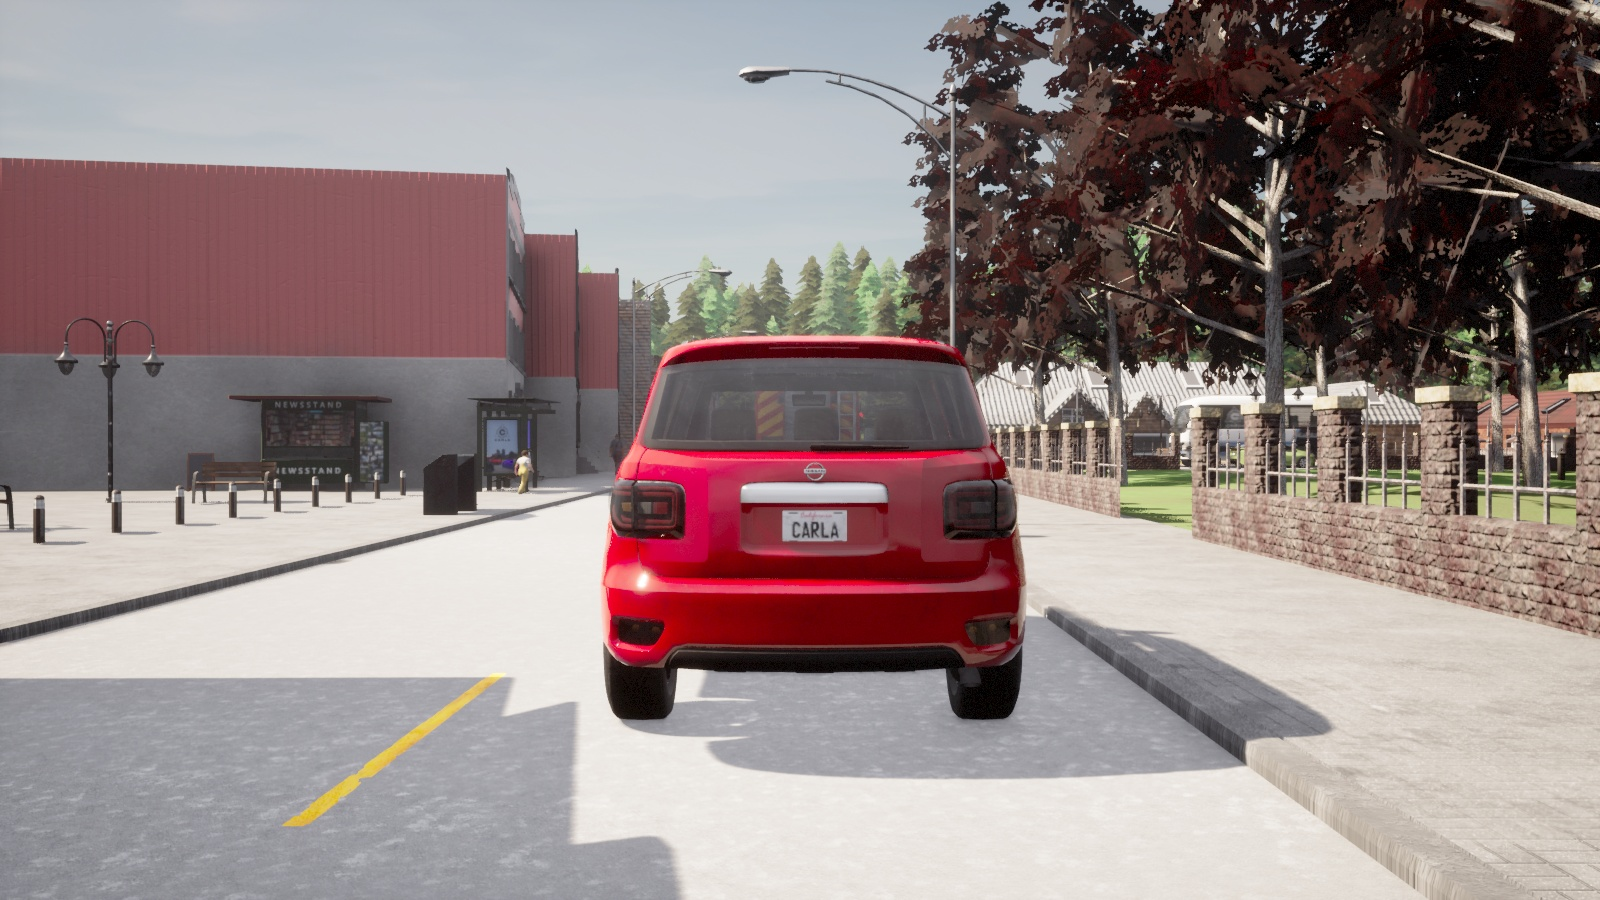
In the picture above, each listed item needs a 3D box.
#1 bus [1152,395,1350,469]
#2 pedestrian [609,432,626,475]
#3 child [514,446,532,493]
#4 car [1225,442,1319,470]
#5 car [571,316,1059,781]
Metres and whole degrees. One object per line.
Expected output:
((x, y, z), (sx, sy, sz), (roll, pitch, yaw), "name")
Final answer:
((26.467, -1.027, 74.183), (10.273, 4.253, 3.944), (0, 0, 0), "bus")
((-7.825, 0.146, 53.857), (0.540, 1.848, 0.694), (0, 0, 5), "pedestrian")
((-7.572, 0.536, 34.359), (0.270, 1.263, 0.437), (0, 0, 25), "child")
((26.317, 0.319, 70.087), (4.514, 1.525, 2.007), (0, 0, -1), "car")
((0.065, 0.419, 8.312), (2.150, 2.045, 5.566), (0, 0, 0), "car")
